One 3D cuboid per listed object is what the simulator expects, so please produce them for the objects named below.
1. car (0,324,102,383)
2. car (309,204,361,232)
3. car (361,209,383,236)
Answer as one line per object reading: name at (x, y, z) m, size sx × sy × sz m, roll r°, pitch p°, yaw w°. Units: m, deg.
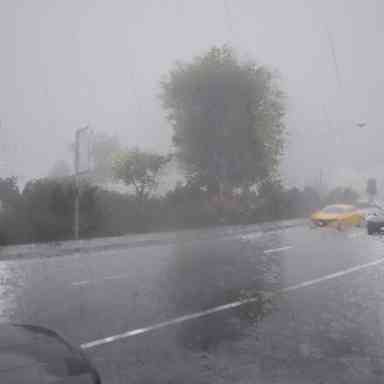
car at (-2.934, 1.509, 1.765) m, size 4.892 × 1.490 × 1.837 m, roll 0°, pitch 0°, yaw -35°
car at (9.296, 1.575, 21.184) m, size 5.008 × 1.535 × 1.882 m, roll 0°, pitch 0°, yaw -44°
car at (11.326, 1.568, 18.280) m, size 5.008 × 1.535 × 1.882 m, roll 0°, pitch 0°, yaw -44°
